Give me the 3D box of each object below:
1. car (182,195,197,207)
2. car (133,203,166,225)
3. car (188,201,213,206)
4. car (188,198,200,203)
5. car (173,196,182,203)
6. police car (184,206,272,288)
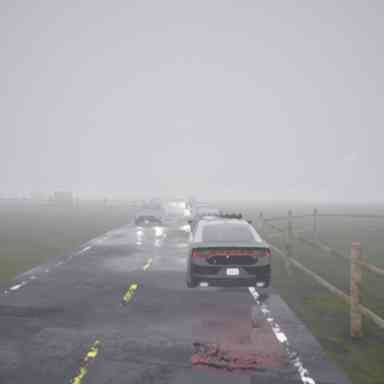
[{"bbox_3d":[0.039,1.442,45.761,2.033,1.411,5.357,0,0,1],"label":"car"},{"bbox_3d":[-2.845,1.494,23.660,2.033,1.411,5.357,0,0,0],"label":"car"},{"bbox_3d":[0.829,1.482,19.208,1.812,1.442,4.674,0,0,0],"label":"car"},{"bbox_3d":[0.830,1.468,25.208,1.812,1.442,4.674,0,0,0],"label":"car"},{"bbox_3d":[-2.760,1.445,65.371,1.895,1.301,4.718,0,0,1],"label":"car"},{"bbox_3d":[0.826,1.404,9.318,1.930,1.638,5.238,0,0,0],"label":"police car"}]
